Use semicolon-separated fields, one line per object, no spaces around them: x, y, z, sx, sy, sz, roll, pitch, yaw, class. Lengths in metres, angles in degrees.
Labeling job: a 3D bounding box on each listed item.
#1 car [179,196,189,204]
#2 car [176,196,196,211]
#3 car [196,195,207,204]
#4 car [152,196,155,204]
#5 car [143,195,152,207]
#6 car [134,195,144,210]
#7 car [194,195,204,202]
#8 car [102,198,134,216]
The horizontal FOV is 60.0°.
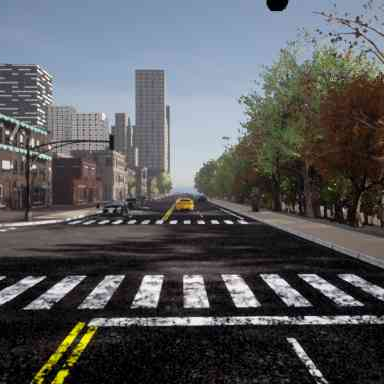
-1.535;1.540;64.099;1.994;1.385;4.181;0;0;-1;car
-0.844;1.464;39.563;1.882;1.535;5.008;0;0;-1;car
1.835;1.454;62.902;1.882;1.535;5.008;0;0;-1;car
-8.041;1.468;61.980;2.128;1.511;4.902;0;0;-1;car
-7.834;1.333;51.717;2.097;1.767;4.553;0;0;-1;car
-7.600;1.490;42.023;1.837;1.490;4.892;0;0;-1;car
1.490;1.470;73.008;1.837;1.490;4.892;0;0;-1;car
-7.375;1.481;32.464;2.128;1.511;4.902;0;0;-1;car
